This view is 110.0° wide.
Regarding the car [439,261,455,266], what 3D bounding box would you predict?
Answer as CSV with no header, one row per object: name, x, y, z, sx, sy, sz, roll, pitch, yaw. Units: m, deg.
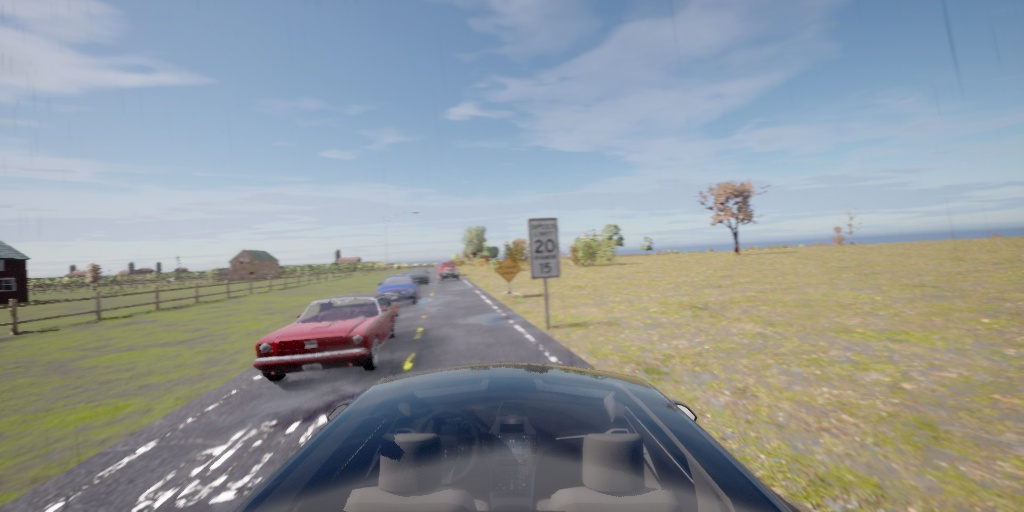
car,-8.602,1.661,48.357,2.150,2.045,5.566,-3,0,-11

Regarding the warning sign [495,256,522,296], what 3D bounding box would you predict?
warning sign,-0.112,0.935,17.292,1.300,1.860,1.060,0,0,-11

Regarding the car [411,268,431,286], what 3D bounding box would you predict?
car,-8.349,1.824,32.070,1.882,1.535,5.008,-3,1,-11

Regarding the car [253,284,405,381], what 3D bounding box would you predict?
car,-3.775,1.588,8.172,1.895,1.301,4.718,-3,0,-11

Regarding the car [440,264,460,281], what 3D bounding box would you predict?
car,-6.487,1.867,37.646,1.895,1.301,4.718,-3,0,-10

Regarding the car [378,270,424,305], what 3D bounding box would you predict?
car,-5.754,1.667,18.454,1.812,1.442,4.674,-3,0,-11
